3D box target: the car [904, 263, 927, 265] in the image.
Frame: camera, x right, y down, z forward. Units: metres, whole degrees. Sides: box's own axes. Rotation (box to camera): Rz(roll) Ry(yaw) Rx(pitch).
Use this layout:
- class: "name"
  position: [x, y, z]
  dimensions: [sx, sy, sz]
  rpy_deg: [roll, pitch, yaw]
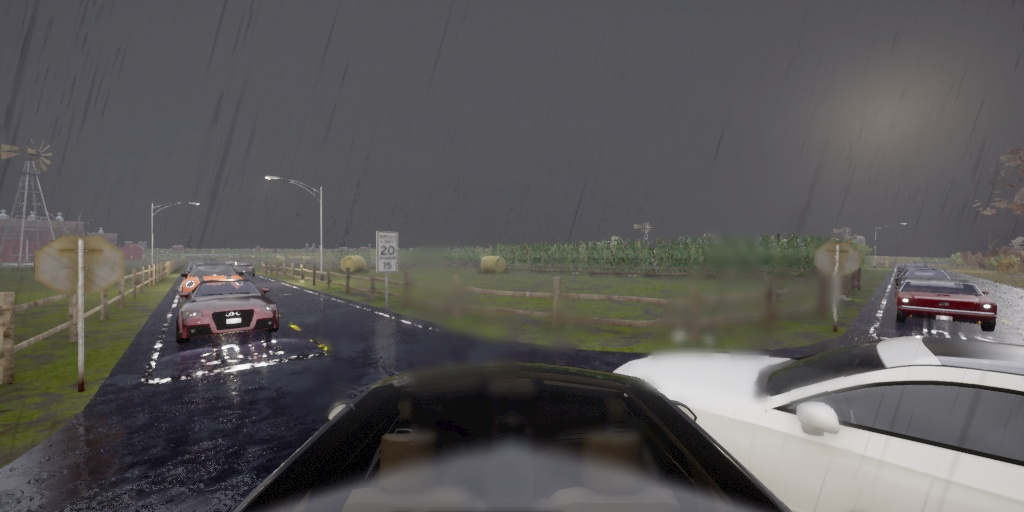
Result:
- class: "car"
  position: [27.393, 1.392, 24.182]
  dimensions: [4.181, 1.385, 1.994]
  rpy_deg: [0, 1, -43]

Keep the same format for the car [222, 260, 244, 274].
- class: "car"
  position: [-33.625, 1.292, 43.170]
  dimensions: [1.837, 1.490, 4.892]
  rpy_deg: [0, 0, -41]

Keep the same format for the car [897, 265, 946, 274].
- class: "car"
  position: [20.627, 1.357, 17.940]
  dimensions: [5.357, 1.411, 2.033]
  rpy_deg: [0, 1, -43]

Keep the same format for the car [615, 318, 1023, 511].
- class: "car"
  position: [2.842, 1.294, 2.347]
  dimensions: [1.812, 1.442, 4.674]
  rpy_deg: [0, 1, -44]

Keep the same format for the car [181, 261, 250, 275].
- class: "car"
  position: [-13.688, 1.136, 16.447]
  dimensions: [2.097, 1.767, 4.553]
  rpy_deg: [0, 0, -42]

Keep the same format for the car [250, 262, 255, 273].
- class: "car"
  position: [-26.918, 1.273, 35.700]
  dimensions: [2.128, 1.511, 4.902]
  rpy_deg: [0, 0, -41]

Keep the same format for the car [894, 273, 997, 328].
- class: "car"
  position: [13.538, 1.394, 11.389]
  dimensions: [4.718, 1.301, 1.895]
  rpy_deg: [0, 1, -43]

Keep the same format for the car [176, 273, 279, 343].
- class: "car"
  position: [-7.923, 1.353, 9.953]
  dimensions: [1.994, 1.385, 4.181]
  rpy_deg: [0, 0, -42]
